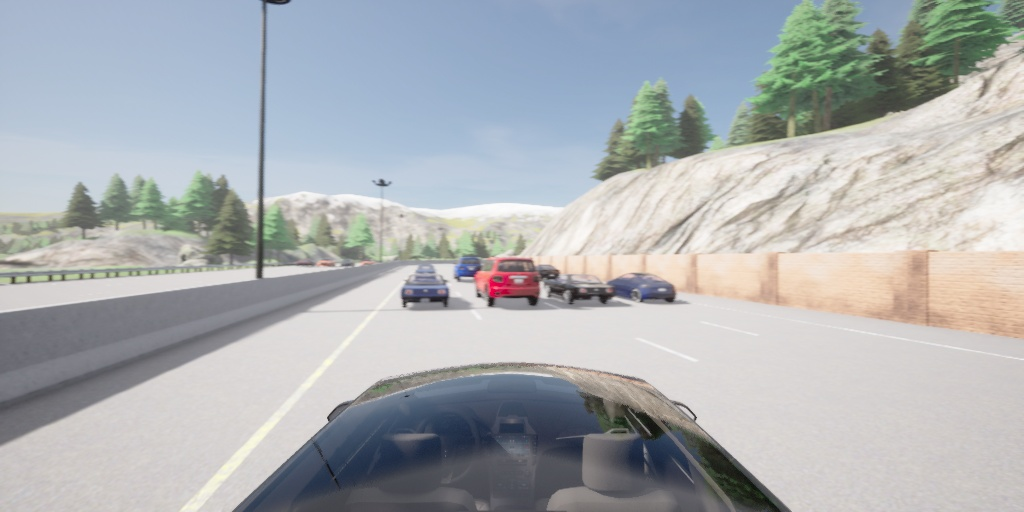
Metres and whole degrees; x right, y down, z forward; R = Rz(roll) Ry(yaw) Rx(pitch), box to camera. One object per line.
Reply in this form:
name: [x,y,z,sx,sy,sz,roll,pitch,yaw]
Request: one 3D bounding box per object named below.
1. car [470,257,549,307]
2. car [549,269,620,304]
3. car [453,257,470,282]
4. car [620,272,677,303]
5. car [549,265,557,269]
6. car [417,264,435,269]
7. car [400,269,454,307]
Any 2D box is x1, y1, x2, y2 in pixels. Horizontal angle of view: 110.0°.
car: [-0.357,1.070,16.448,2.150,2.045,5.566,1,0,-13]
car: [3.022,1.505,17.343,1.895,1.301,4.718,1,0,-13]
car: [-3.844,1.132,31.037,2.150,2.045,5.566,1,0,-13]
car: [6.390,1.519,18.322,1.994,1.385,4.181,1,0,-13]
car: [2.856,1.495,33.114,1.882,1.535,5.008,1,0,-13]
car: [-7.245,1.413,30.192,2.033,1.411,5.357,1,0,-13]
car: [-3.785,1.405,15.716,1.895,1.301,4.718,1,0,-13]
